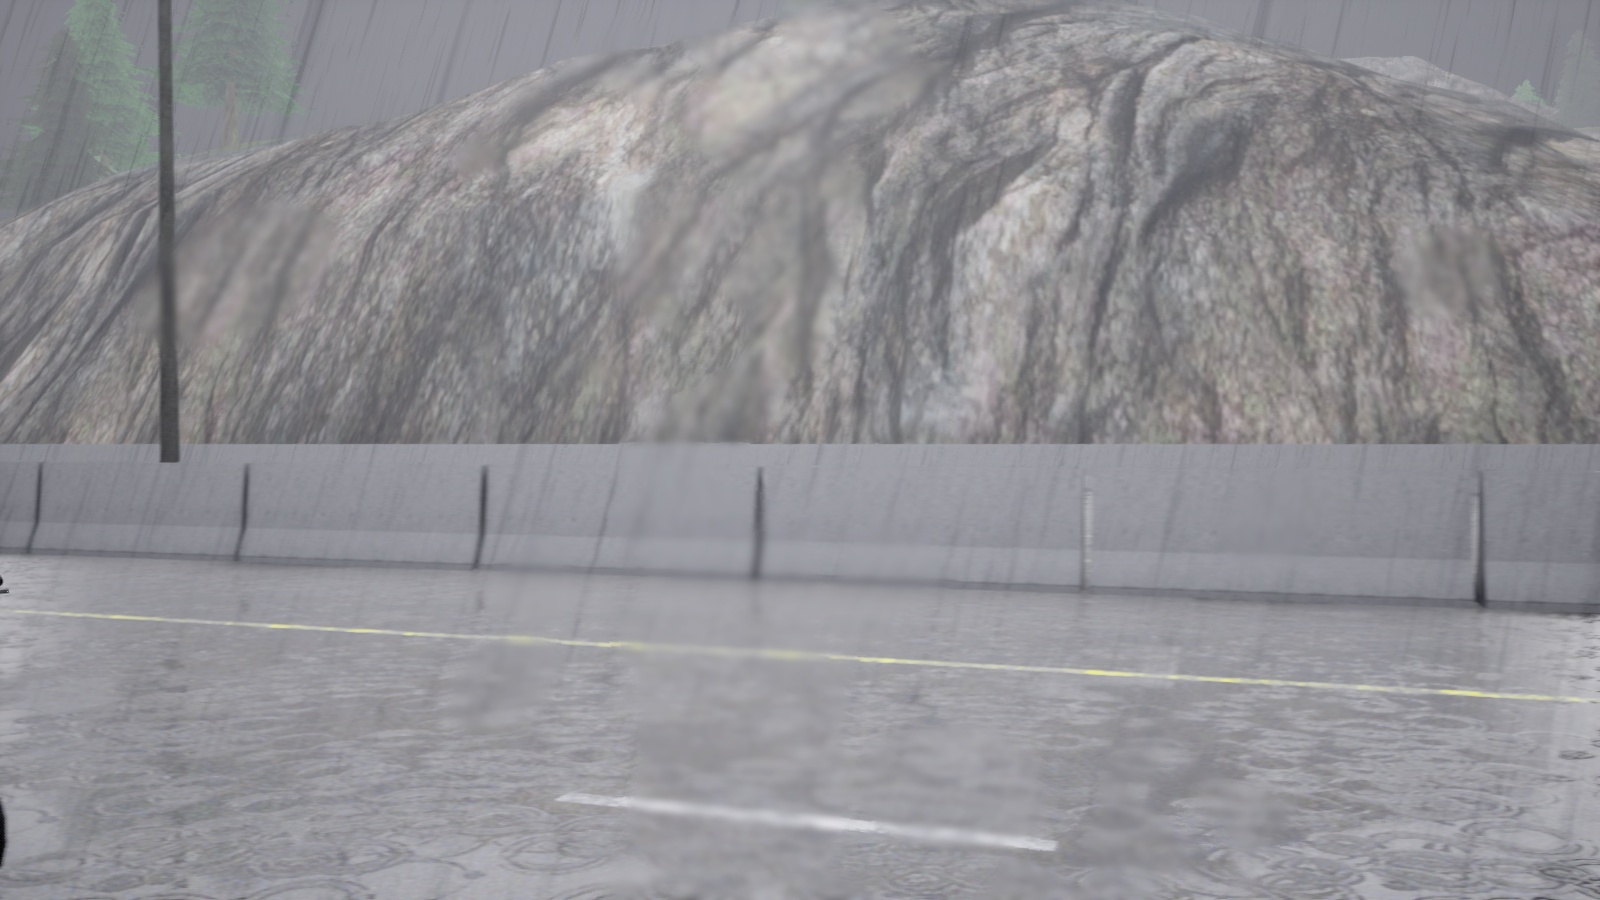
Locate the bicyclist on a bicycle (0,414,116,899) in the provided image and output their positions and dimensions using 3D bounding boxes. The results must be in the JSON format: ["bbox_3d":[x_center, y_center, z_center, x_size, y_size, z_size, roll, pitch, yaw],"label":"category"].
[{"bbox_3d":[-3.294,0.682,4.304,1.509,1.612,0.866,1,1,18],"label":"bicyclist on a bicycle"}]
